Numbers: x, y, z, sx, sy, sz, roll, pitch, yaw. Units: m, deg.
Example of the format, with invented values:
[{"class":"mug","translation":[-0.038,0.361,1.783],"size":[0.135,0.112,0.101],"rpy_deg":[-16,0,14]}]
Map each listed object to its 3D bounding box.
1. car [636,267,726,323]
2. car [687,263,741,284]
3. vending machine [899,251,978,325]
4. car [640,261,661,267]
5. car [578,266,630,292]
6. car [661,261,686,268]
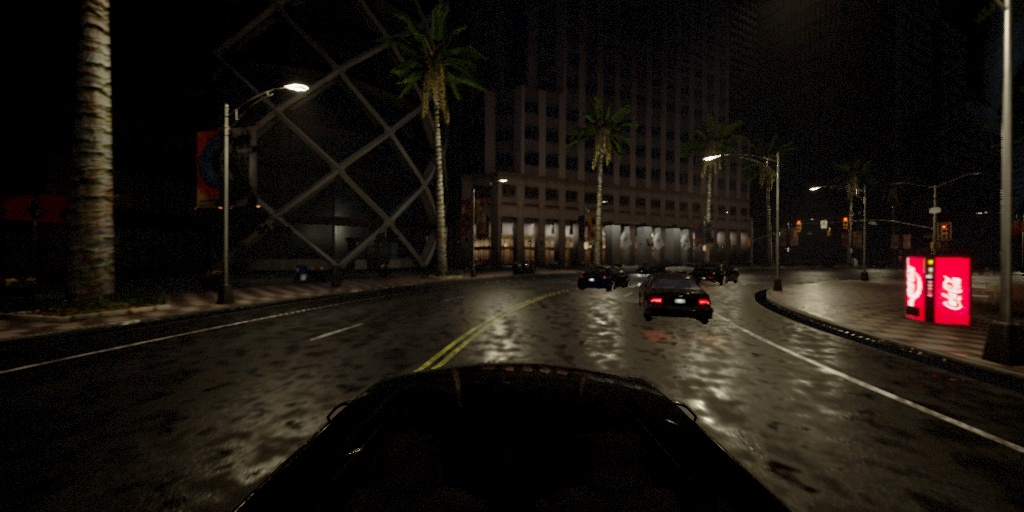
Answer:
[{"class":"car","translation":[5.413,1.297,12.312],"size":[2.033,1.411,5.357],"rpy_deg":[0,0,18]},{"class":"car","translation":[14.871,1.265,25.923],"size":[4.892,1.490,1.837],"rpy_deg":[0,0,-41]},{"class":"vending machine","translation":[12.351,0.983,10.439],"size":[1.100,2.100,0.880],"rpy_deg":[0,0,19]},{"class":"car","translation":[16.287,1.281,39.519],"size":[5.357,1.411,2.033],"rpy_deg":[0,0,-25]},{"class":"car","translation":[5.626,1.308,21.628],"size":[1.994,1.385,4.181],"rpy_deg":[0,0,35]},{"class":"car","translation":[17.803,1.350,36.369],"size":[4.718,1.301,1.895],"rpy_deg":[0,0,-25]}]
